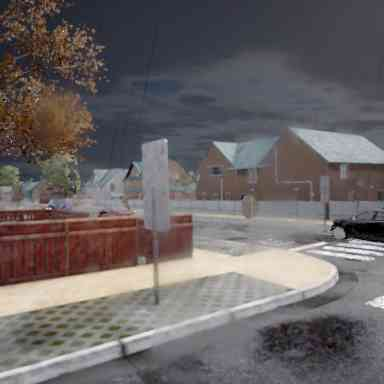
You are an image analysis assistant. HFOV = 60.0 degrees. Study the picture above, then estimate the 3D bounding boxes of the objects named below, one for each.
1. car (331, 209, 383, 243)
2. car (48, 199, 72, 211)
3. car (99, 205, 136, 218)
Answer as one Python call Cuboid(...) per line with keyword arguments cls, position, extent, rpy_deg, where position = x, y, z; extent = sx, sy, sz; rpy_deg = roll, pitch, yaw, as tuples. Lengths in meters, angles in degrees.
Cuboid(cls="car", position=(8.085, 1.440, 14.047), extent=(1.882, 1.535, 5.008), rpy_deg=(-1, -1, -17))
Cuboid(cls="car", position=(-18.679, 2.003, 46.857), extent=(2.150, 2.045, 5.566), rpy_deg=(-2, 0, -36))
Cuboid(cls="car", position=(-6.885, 1.919, 30.384), extent=(1.882, 1.535, 5.008), rpy_deg=(-2, 1, -36))
